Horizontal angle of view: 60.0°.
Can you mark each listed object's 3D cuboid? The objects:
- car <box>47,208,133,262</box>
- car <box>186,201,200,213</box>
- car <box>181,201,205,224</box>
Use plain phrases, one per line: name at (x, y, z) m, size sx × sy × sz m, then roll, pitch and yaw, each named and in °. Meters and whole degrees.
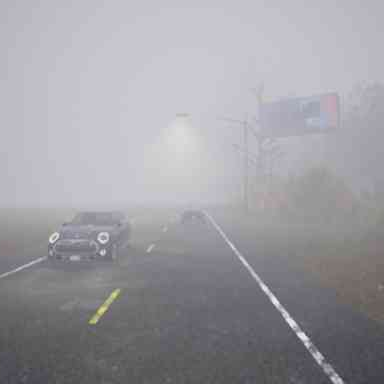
car at (-3.590, 1.454, 12.454) m, size 2.097 × 1.767 × 4.553 m, roll 0°, pitch 0°, yaw 0°
car at (0.106, 1.881, 43.772) m, size 1.812 × 1.442 × 4.674 m, roll 0°, pitch -1°, yaw 0°
car at (0.099, 1.745, 26.948) m, size 1.812 × 1.442 × 4.674 m, roll 0°, pitch 0°, yaw 0°
